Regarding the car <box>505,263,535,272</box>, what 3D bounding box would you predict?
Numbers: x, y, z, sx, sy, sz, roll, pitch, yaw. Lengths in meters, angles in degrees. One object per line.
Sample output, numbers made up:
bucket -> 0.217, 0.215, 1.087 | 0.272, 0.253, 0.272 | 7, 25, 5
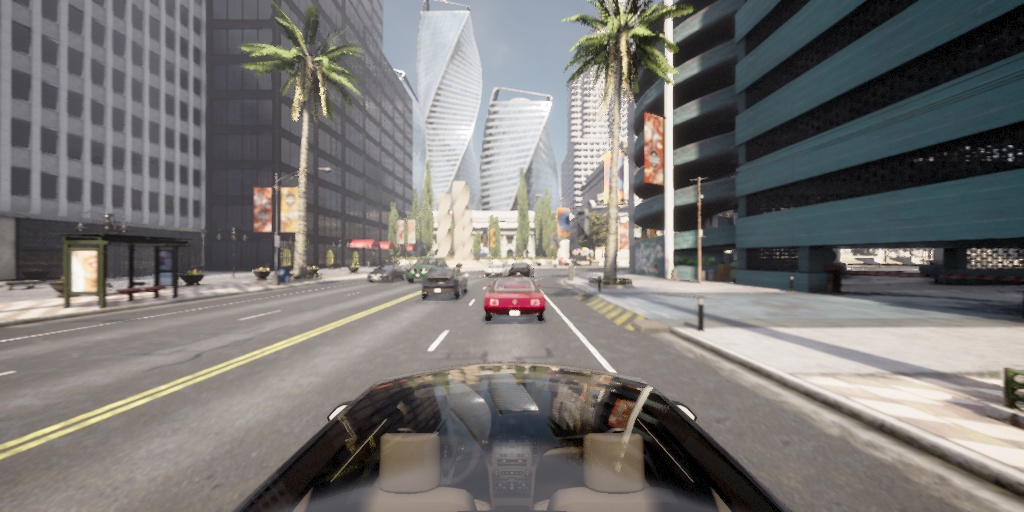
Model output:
car -> 1.014, 1.379, 33.145 | 1.882, 1.535, 5.008 | -1, 0, 11

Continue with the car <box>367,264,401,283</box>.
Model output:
car -> -10.342, 1.429, 29.987 | 1.812, 1.442, 4.674 | 0, 0, 5

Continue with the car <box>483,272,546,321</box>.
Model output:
car -> 0.078, 1.405, 12.772 | 1.895, 1.301, 4.718 | 0, 0, 0

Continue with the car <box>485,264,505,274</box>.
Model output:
car -> -1.229, 1.530, 38.000 | 1.895, 1.301, 4.718 | 0, 0, 17

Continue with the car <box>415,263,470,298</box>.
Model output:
car -> -3.435, 1.346, 18.969 | 1.837, 1.490, 4.892 | 0, 0, 0

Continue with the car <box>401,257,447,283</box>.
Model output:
car -> -6.858, 1.121, 29.739 | 2.150, 2.045, 5.566 | 0, -1, 5
